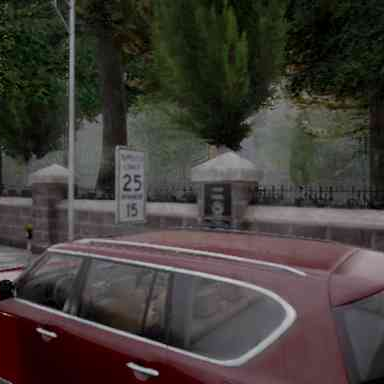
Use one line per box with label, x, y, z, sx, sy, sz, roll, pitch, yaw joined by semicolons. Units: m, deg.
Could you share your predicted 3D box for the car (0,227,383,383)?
car;-0.507;1.296;3.327;5.009;1.841;2.192;1;0;36
